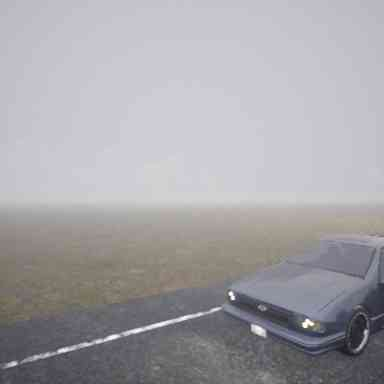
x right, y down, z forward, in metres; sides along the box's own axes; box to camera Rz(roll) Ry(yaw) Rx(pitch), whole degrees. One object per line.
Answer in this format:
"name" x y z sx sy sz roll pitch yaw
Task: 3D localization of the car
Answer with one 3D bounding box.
"car" 3.100 1.547 6.192 5.357 1.411 2.033 0 0 -35
